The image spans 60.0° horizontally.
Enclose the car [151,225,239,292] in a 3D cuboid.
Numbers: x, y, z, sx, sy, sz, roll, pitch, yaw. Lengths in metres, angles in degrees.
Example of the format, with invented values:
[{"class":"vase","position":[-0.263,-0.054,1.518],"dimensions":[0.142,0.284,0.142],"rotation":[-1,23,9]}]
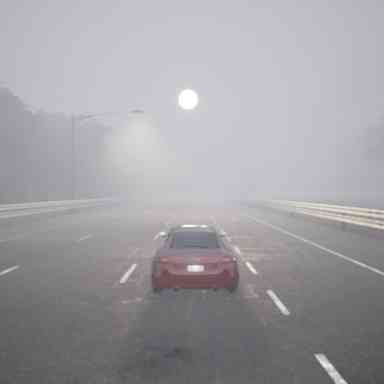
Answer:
[{"class":"car","position":[0.036,1.559,8.957],"dimensions":[1.994,1.385,4.181],"rotation":[0,0,-1]}]
